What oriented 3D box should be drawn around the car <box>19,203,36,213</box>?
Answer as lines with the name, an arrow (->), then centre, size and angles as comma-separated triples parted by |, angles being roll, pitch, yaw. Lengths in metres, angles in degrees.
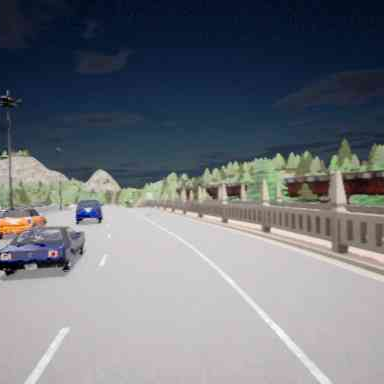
car -> -33.220, 3.315, 67.345 | 2.097, 1.767, 4.553 | -2, -3, -14

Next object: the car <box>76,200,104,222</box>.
car -> -9.430, 1.726, 30.781 | 2.150, 2.045, 5.566 | -2, 0, -14

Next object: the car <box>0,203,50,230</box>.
car -> -10.638, 1.821, 21.031 | 2.097, 1.767, 4.553 | -2, 0, -13

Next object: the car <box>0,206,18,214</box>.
car -> -36.597, 3.581, 66.446 | 2.128, 1.511, 4.902 | -2, -3, -14

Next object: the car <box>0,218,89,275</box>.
car -> -4.895, 1.826, 11.487 | 1.895, 1.301, 4.718 | -2, 0, -10

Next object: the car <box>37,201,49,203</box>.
car -> -28.729, 2.806, 63.822 | 2.150, 2.045, 5.566 | -2, -2, -14
